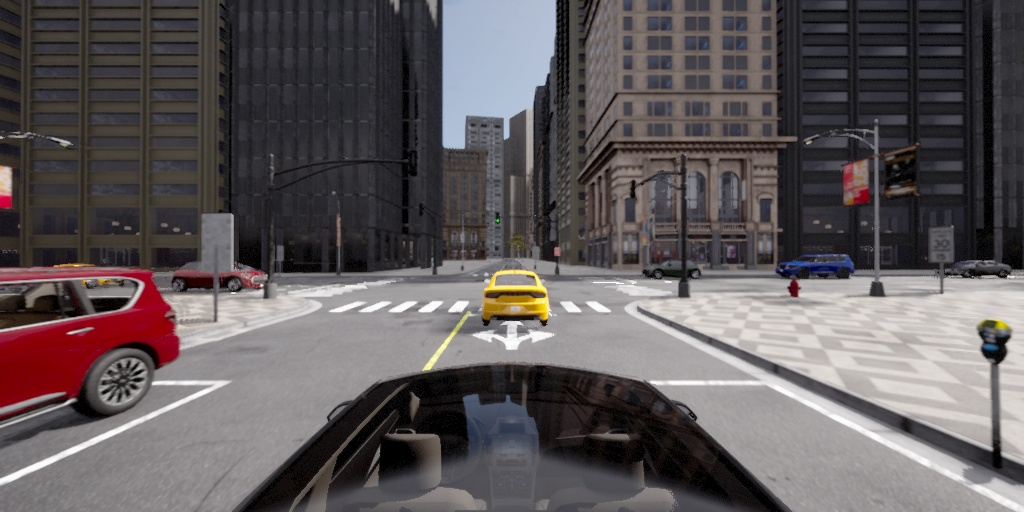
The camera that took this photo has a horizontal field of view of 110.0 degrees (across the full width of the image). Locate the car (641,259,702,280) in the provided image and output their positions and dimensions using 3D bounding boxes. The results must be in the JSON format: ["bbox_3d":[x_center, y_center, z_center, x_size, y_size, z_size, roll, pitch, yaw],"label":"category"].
[{"bbox_3d":[13.365,1.045,30.279,4.553,1.767,2.097,0,0,0],"label":"car"}]

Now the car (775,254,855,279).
[{"bbox_3d":[25.518,0.886,30.290,5.566,2.045,2.150,0,0,0],"label":"car"}]

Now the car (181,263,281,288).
[{"bbox_3d":[-18.284,1.249,23.553,4.902,1.511,2.128,0,0,0],"label":"car"}]

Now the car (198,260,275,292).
[{"bbox_3d":[-16.322,1.084,20.282,4.553,1.767,2.097,0,0,1],"label":"car"}]

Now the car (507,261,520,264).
[{"bbox_3d":[0.154,1.267,39.297,2.033,1.411,5.357,0,0,0],"label":"car"}]

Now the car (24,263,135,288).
[{"bbox_3d":[-28.245,1.274,23.547,5.008,1.535,1.882,0,0,0],"label":"car"}]

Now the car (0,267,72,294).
[{"bbox_3d":[-28.258,1.341,20.297,4.181,1.385,1.994,0,0,0],"label":"car"}]

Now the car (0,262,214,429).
[{"bbox_3d":[-5.857,1.062,3.195,2.192,1.841,5.009,0,0,0],"label":"car"}]

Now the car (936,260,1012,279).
[{"bbox_3d":[38.897,1.122,30.281,4.902,1.511,2.128,0,0,0],"label":"car"}]

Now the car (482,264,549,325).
[{"bbox_3d":[0.094,1.203,11.845,1.882,1.535,5.008,0,0,0],"label":"car"}]
